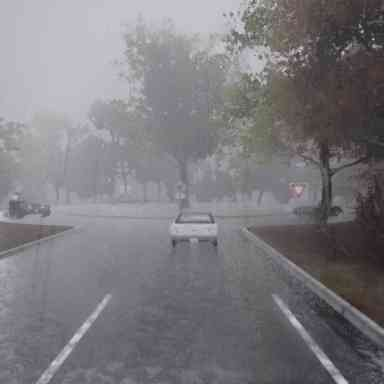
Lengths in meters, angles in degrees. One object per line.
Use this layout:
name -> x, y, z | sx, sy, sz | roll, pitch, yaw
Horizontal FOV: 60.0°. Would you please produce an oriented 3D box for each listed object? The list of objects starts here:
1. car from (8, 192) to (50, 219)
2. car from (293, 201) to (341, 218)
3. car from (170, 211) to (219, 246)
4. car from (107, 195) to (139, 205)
car -> -13.661, 1.045, 27.655 | 2.150, 2.045, 5.566 | -1, 1, -40
car -> 10.331, 1.426, 27.219 | 4.718, 1.301, 1.895 | 0, 1, -41
car -> 0.200, 1.506, 14.733 | 1.895, 1.301, 4.718 | 0, 0, 3
car -> -10.648, 1.164, 51.360 | 4.902, 1.511, 2.128 | 0, 0, -31
